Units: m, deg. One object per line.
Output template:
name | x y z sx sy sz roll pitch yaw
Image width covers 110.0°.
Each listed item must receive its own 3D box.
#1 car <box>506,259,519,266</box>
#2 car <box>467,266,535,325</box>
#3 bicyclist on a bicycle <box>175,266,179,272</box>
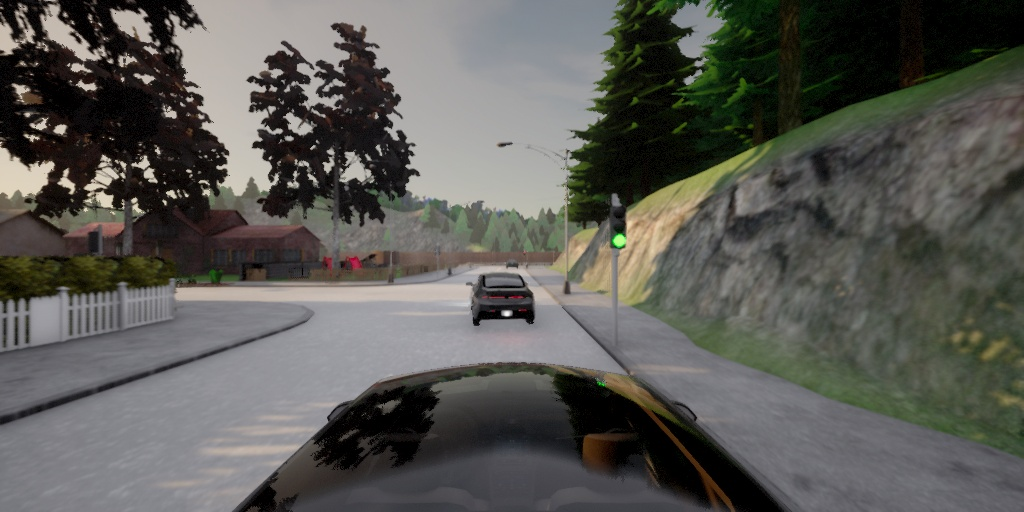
car | 0.032 1.250 61.348 2.097 1.767 4.553 0 0 0
car | -0.461 1.282 12.081 1.837 1.490 4.892 0 0 -8
bicyclist on a bicycle | -24.716 1.158 25.948 0.582 1.620 1.656 0 0 0
